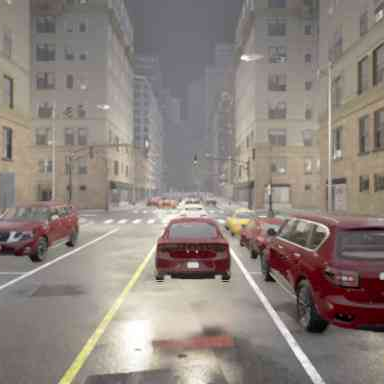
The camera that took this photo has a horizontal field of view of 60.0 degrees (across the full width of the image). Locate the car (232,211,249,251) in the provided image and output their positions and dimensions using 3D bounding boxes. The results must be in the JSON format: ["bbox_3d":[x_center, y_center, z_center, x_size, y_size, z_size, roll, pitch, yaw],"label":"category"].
[{"bbox_3d":[2.767,1.588,12.301,1.802,1.307,4.206,0,0,0],"label":"car"}]

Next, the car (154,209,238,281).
[{"bbox_3d":[0.014,1.484,9.914,1.882,1.535,5.008,0,0,0],"label":"car"}]

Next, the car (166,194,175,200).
[{"bbox_3d":[-5.751,1.281,87.931,2.008,1.369,4.403,1,0,0],"label":"car"}]

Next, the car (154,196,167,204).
[{"bbox_3d":[-5.754,1.426,60.815,1.887,1.381,4.507,1,0,0],"label":"car"}]

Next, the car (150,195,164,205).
[{"bbox_3d":[-5.753,1.346,55.391,1.967,1.590,4.097,1,0,0],"label":"car"}]

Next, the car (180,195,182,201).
[{"bbox_3d":[-3.065,1.421,52.805,1.837,1.490,4.892,0,0,0],"label":"car"}]

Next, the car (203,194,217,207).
[{"bbox_3d":[2.770,1.478,49.960,2.008,1.369,4.403,0,0,0],"label":"car"}]

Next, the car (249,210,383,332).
[{"bbox_3d":[2.767,1.321,6.751,2.192,1.841,5.009,0,0,0],"label":"car"}]

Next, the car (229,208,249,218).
[{"bbox_3d":[2.767,1.529,18.025,1.752,1.417,4.829,0,0,0],"label":"car"}]

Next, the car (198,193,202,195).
[{"bbox_3d":[2.772,1.407,71.656,1.802,1.307,4.206,1,0,0],"label":"car"}]

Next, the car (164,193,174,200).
[{"bbox_3d":[-5.749,1.079,82.506,2.192,1.841,5.009,1,0,0],"label":"car"}]

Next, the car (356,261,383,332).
[{"bbox_3d":[2.766,1.527,1.366,1.752,1.417,4.829,0,0,0],"label":"car"}]

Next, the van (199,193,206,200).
[{"bbox_3d":[2.776,1.071,87.923,1.690,1.788,3.998,1,0,0],"label":"van"}]

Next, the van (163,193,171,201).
[{"bbox_3d":[-5.750,1.136,77.084,1.690,1.788,3.998,1,0,0],"label":"van"}]

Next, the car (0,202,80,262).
[{"bbox_3d":[-5.758,1.322,12.309,2.192,1.841,5.009,0,0,0],"label":"car"}]

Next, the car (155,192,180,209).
[{"bbox_3d":[-3.147,1.301,43.800,2.097,1.767,4.553,0,0,2],"label":"car"}]

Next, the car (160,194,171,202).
[{"bbox_3d":[-5.752,1.265,71.661,1.967,1.590,4.097,1,0,0],"label":"car"}]

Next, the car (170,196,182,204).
[{"bbox_3d":[-2.998,1.437,62.534,1.994,1.385,4.181,0,0,0],"label":"car"}]

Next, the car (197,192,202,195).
[{"bbox_3d":[2.775,1.203,82.500,1.967,1.590,4.097,1,0,0],"label":"car"}]

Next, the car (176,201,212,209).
[{"bbox_3d":[0.098,1.526,21.863,1.812,1.442,4.674,0,0,0],"label":"car"}]

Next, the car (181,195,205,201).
[{"bbox_3d":[0.101,1.449,41.160,2.128,1.511,4.902,0,0,0],"label":"car"}]

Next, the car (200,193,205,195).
[{"bbox_3d":[2.772,1.405,60.976,1.752,1.417,4.829,1,0,0],"label":"car"}]

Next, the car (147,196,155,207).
[{"bbox_3d":[-5.755,1.472,49.967,1.887,1.381,4.507,0,0,0],"label":"car"}]
